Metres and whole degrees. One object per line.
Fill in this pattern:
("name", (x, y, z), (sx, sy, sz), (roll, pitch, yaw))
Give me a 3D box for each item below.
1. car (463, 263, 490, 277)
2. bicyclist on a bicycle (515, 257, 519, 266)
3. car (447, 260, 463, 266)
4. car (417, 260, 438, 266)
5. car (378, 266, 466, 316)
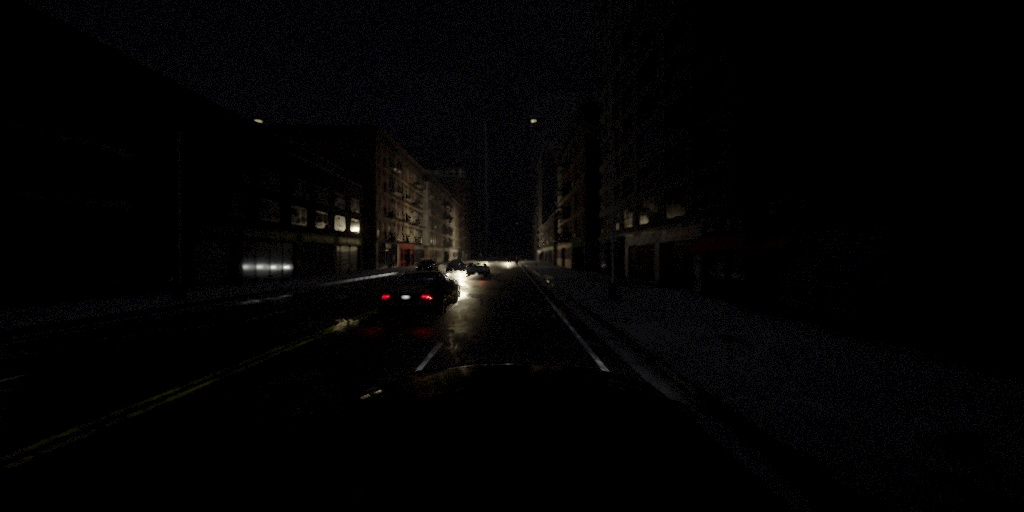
("car", (-3.146, 1.284, 34.056), (1.895, 1.301, 4.718), (0, 0, 0))
("bicyclist on a bicycle", (0.899, 1.009, 64.379), (0.659, 1.776, 1.843), (0, 0, 0))
("car", (-6.582, 1.196, 42.172), (1.812, 1.442, 4.674), (0, 0, 0))
("car", (-9.830, 1.175, 41.825), (1.837, 1.490, 4.892), (0, 0, 0))
("car", (-3.148, 1.267, 13.118), (2.033, 1.411, 5.357), (0, 0, 0))
